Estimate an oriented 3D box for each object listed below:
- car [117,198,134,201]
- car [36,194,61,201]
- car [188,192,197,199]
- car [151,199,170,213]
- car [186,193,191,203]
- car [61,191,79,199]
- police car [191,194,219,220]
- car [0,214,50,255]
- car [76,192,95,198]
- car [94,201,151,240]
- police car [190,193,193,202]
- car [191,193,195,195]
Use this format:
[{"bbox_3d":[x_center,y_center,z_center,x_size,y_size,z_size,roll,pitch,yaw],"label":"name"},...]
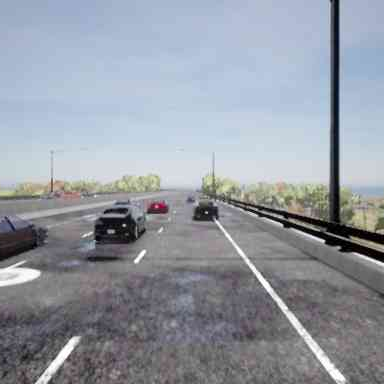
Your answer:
[{"bbox_3d":[-6.890,1.345,34.168,1.994,1.385,4.181,0,0,0],"label":"car"},{"bbox_3d":[-24.517,1.130,56.137,2.128,1.511,4.902,0,0,1],"label":"car"},{"bbox_3d":[0.023,0.842,78.877,2.033,1.411,5.357,0,0,0],"label":"car"},{"bbox_3d":[-3.390,1.346,34.003,1.994,1.385,4.181,0,0,0],"label":"car"},{"bbox_3d":[0.018,1.178,59.788,1.994,1.385,4.181,0,0,0],"label":"car"},{"bbox_3d":[-21.012,0.849,57.727,2.150,2.045,5.566,0,0,1],"label":"car"},{"bbox_3d":[1.057,1.256,26.432,1.930,1.638,5.238,0,0,0],"label":"police car"},{"bbox_3d":[-6.896,1.474,11.477,2.033,1.411,5.357,0,0,0],"label":"car"},{"bbox_3d":[-17.524,1.163,56.258,1.812,1.442,4.674,0,0,1],"label":"car"},{"bbox_3d":[-3.396,1.400,16.387,1.837,1.490,4.892,0,0,0],"label":"car"},{"bbox_3d":[1.062,1.152,42.431,1.930,1.638,5.238,0,0,0],"label":"police car"},{"bbox_3d":[1.061,1.221,36.511,1.801,1.575,5.366,0,0,0],"label":"car"}]
